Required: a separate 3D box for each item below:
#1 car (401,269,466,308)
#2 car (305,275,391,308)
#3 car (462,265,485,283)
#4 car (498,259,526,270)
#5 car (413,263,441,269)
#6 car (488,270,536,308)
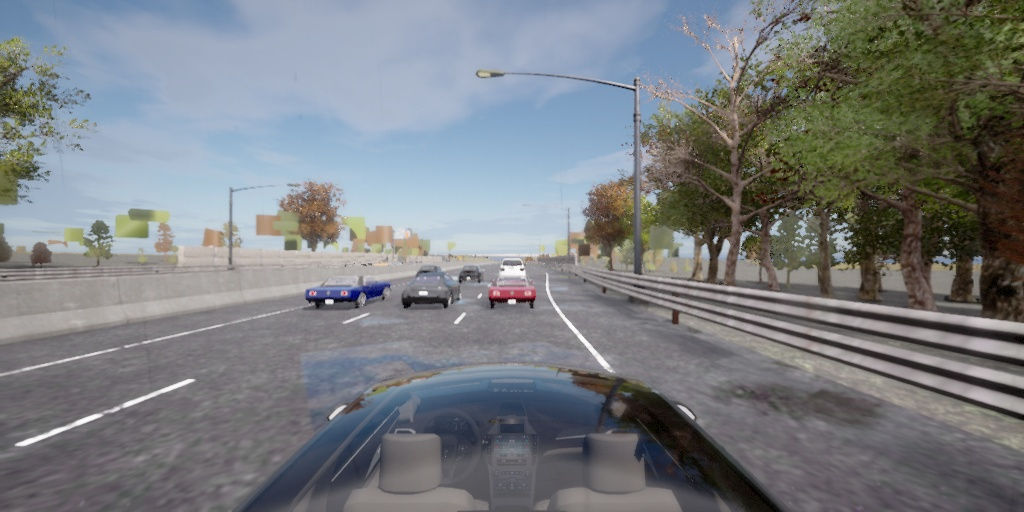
[{"bbox_3d":[-3.487,1.453,16.143,1.994,1.385,4.181,0,-1,0],"label":"car"},{"bbox_3d":[-6.990,1.487,15.964,1.895,1.301,4.718,0,-1,0],"label":"car"},{"bbox_3d":[-3.478,1.548,31.164,1.837,1.490,4.892,0,0,0],"label":"car"},{"bbox_3d":[0.019,1.254,30.864,2.150,2.045,5.566,0,0,0],"label":"car"},{"bbox_3d":[-6.977,1.547,31.150,1.837,1.490,4.892,0,0,0],"label":"car"},{"bbox_3d":[0.011,1.487,15.963,1.895,1.301,4.718,0,-1,0],"label":"car"}]
